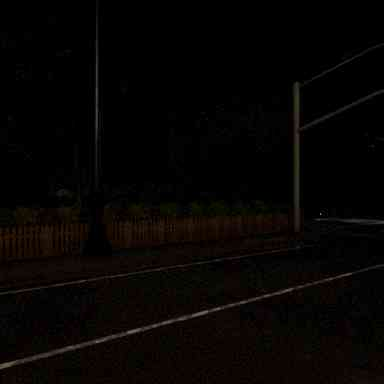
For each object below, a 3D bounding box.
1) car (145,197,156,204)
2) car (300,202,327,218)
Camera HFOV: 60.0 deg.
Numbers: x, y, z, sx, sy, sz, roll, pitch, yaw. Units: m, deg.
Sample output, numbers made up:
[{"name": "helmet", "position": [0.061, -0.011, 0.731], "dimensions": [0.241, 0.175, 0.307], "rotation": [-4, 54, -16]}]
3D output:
[{"name": "car", "position": [-5.948, 1.525, 53.448], "dimensions": [1.812, 1.442, 4.674], "rotation": [0, 0, -34]}, {"name": "car", "position": [9.861, 1.601, 30.565], "dimensions": [1.895, 1.301, 4.718], "rotation": [0, 0, -35]}]
